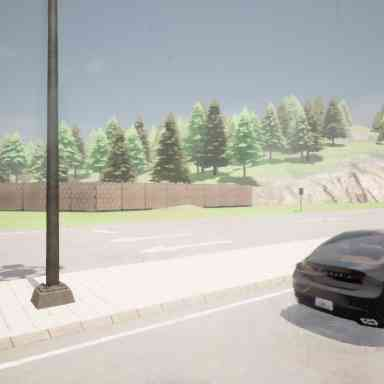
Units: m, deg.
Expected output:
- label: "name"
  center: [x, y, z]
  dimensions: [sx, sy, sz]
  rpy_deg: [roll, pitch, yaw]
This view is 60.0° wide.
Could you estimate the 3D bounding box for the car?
- label: "car"
  center: [4.042, 1.505, 6.631]
  dimensions: [4.892, 1.490, 1.837]
  rpy_deg: [0, 0, -35]
